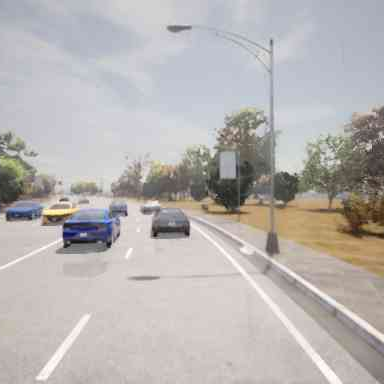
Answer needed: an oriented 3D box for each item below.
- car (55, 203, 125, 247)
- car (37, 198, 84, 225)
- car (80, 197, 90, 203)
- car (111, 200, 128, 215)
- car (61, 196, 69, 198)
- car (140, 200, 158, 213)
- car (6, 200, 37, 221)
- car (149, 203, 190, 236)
[{"bbox_3d":[-4.350,1.465,14.999,1.882,1.535,5.008,0,0,-6],"label":"car"},{"bbox_3d":[-9.339,1.459,24.011,1.882,1.535,5.008,0,0,-10],"label":"car"},{"bbox_3d":[-20.180,1.530,62.412,1.895,1.301,4.718,0,0,-20],"label":"car"},{"bbox_3d":[-7.333,1.512,32.953,2.033,1.411,5.357,0,0,-13],"label":"car"},{"bbox_3d":[-25.797,1.507,67.515,1.895,1.301,4.718,0,0,-20],"label":"car"},{"bbox_3d":[-4.533,1.557,36.187,1.895,1.301,4.718,0,0,-14],"label":"car"},{"bbox_3d":[-13.455,1.459,27.046,1.882,1.535,5.008,0,0,-11],"label":"car"},{"bbox_3d":[-1.232,1.540,18.414,1.994,1.385,4.181,0,0,-7],"label":"car"}]
